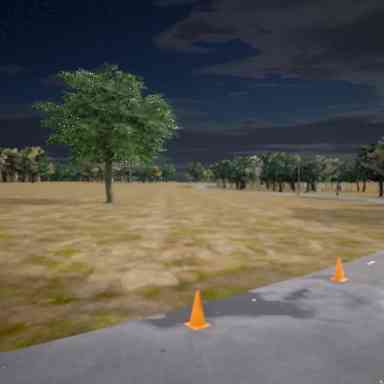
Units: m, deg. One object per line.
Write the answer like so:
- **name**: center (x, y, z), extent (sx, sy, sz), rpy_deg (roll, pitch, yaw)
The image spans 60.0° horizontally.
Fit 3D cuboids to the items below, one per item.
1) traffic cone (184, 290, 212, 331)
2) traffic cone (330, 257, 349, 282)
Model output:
- **traffic cone**: center (0.101, 1.971, 5.655), extent (0.340, 0.580, 0.340), rpy_deg (1, 0, -38)
- **traffic cone**: center (3.871, 2.001, 8.733), extent (0.340, 0.580, 0.340), rpy_deg (0, 0, -41)
